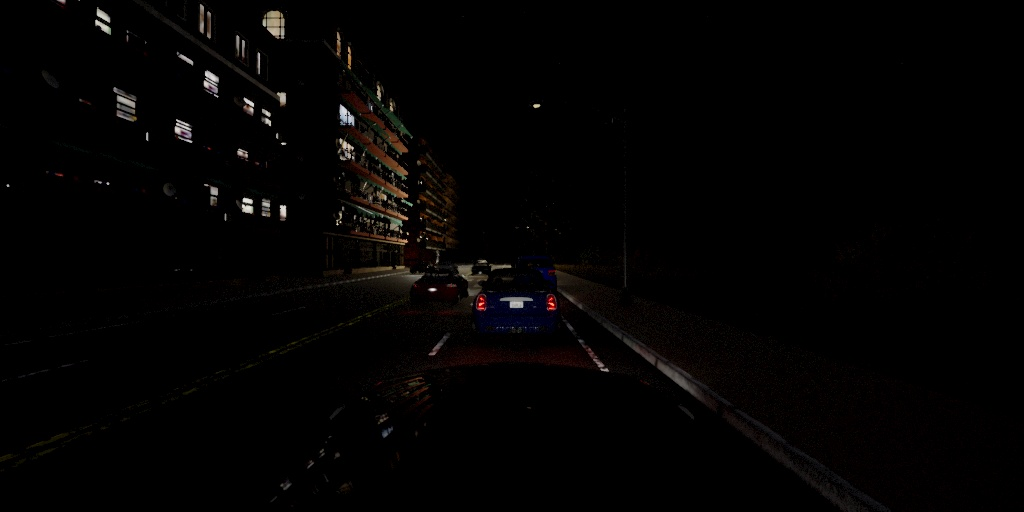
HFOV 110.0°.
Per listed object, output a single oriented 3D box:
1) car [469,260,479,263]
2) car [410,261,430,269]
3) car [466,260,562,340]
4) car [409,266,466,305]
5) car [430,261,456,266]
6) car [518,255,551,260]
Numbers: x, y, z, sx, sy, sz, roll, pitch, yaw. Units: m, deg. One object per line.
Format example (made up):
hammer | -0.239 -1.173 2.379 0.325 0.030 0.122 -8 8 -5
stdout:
car | -3.133 1.353 37.866 1.895 1.301 4.718 0 0 0
car | -9.834 1.299 39.915 2.033 1.411 5.357 0 0 0
car | 0.101 1.103 10.100 2.097 1.767 4.553 0 0 0
car | -3.145 1.315 16.197 1.994 1.385 4.181 0 0 0
car | -6.586 1.277 36.181 1.812 1.442 4.674 0 0 0
car | 1.144 0.977 19.674 2.150 2.045 5.566 0 0 0
